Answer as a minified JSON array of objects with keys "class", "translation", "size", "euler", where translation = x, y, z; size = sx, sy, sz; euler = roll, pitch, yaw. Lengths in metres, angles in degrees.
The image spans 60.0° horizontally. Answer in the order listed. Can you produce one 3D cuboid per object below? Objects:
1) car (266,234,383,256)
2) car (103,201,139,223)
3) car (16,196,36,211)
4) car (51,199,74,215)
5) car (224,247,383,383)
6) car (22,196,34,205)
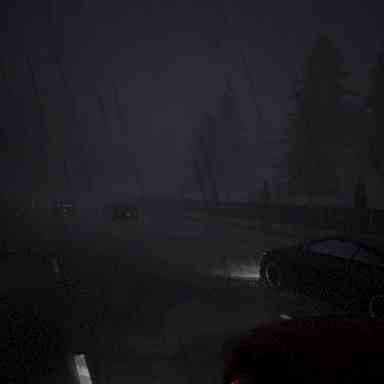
[{"class":"car","translation":[3.270,1.553,6.879],"size":[1.994,1.385,4.181],"euler":[0,0,-25]},{"class":"car","translation":[-5.576,1.447,25.736],"size":[1.882,1.535,5.008],"euler":[0,0,-25]},{"class":"car","translation":[-20.464,1.307,40.995],"size":[2.097,1.767,4.553],"euler":[0,0,-25]},{"class":"car","translation":[-12.776,1.453,32.844],"size":[2.128,1.511,4.902],"euler":[0,0,-25]},{"class":"car","translation":[1.965,1.474,1.447],"size":[1.882,1.535,5.008],"euler":[0,0,-25]},{"class":"car","translation":[-29.587,1.459,59.885],"size":[1.812,1.442,4.674],"euler":[0,0,-28]}]
